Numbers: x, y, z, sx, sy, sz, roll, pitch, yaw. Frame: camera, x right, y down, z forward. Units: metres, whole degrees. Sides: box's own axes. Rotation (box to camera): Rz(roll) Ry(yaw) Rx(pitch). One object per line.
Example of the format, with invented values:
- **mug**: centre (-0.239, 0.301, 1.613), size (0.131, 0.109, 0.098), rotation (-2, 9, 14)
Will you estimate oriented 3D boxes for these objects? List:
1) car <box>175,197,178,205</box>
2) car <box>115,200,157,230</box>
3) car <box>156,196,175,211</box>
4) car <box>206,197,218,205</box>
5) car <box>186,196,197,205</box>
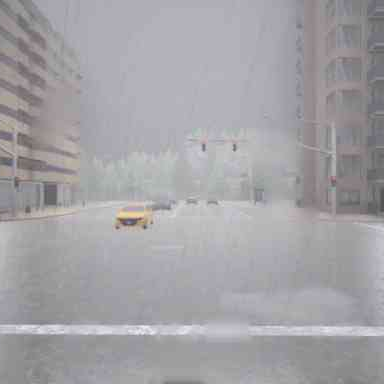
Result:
- **car**: centre (-3.552, 1.507, 58.598), size (1.837, 1.490, 4.892), rotation (0, -1, 0)
- **car**: centre (-3.612, 1.477, 21.466), size (1.882, 1.535, 5.008), rotation (0, 0, 0)
- **car**: centre (-3.618, 1.351, 40.615), size (2.097, 1.767, 4.553), rotation (0, 0, 0)
- **car**: centre (3.603, 1.547, 59.488), size (2.033, 1.411, 5.357), rotation (0, 0, 2)
- **car**: centre (-0.031, 1.526, 60.129), size (1.812, 1.442, 4.674), rotation (0, 0, 0)
